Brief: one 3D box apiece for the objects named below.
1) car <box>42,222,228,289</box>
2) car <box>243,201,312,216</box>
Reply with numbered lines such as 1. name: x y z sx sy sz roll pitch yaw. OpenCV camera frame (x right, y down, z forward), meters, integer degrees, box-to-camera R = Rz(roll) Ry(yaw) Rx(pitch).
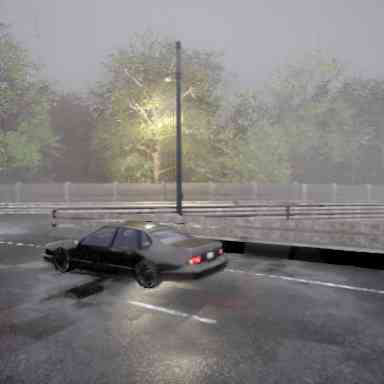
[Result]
1. car: -1.725 1.543 9.093 5.357 1.411 2.033 0 0 31
2. car: 6.259 1.451 24.491 5.008 1.535 1.882 -2 0 -9
